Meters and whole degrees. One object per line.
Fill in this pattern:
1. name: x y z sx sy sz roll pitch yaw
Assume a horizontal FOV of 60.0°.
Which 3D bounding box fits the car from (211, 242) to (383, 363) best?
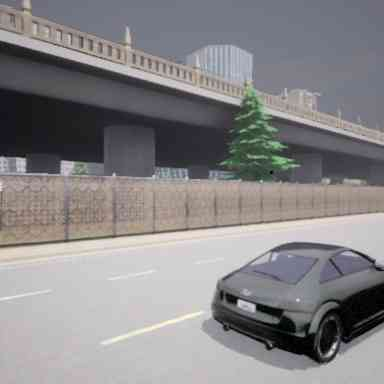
1. car: 2.348 1.619 6.057 4.181 1.385 1.994 0 -1 -39
